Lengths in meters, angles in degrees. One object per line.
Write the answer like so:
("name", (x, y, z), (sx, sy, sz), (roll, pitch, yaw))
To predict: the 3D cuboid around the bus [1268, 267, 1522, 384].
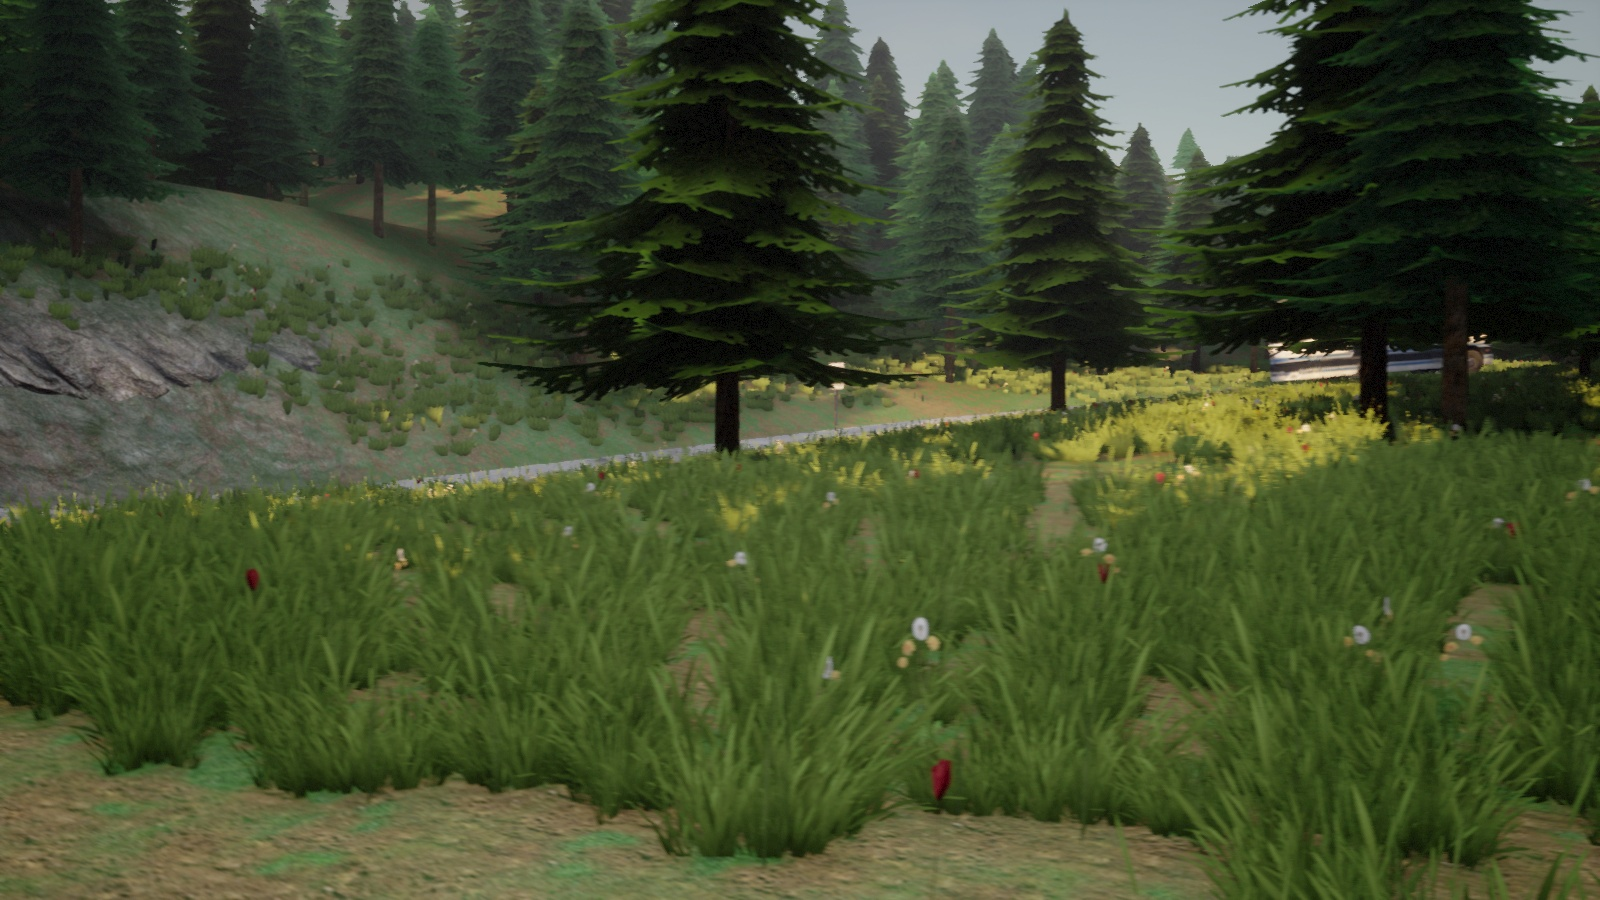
("bus", (27.408, -5.708, 57.937), (10.273, 4.253, 3.944), (-6, 2, -16))
